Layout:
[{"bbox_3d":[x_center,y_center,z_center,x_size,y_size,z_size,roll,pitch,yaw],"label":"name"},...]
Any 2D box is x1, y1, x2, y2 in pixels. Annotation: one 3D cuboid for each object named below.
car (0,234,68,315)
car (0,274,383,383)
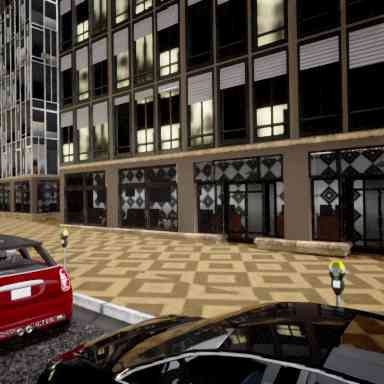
[{"bbox_3d":[-3.933,1.441,5.833,4.097,1.590,1.967,0,-1,37],"label":"car"},{"bbox_3d":[0.642,1.566,2.454,4.313,1.339,1.947,0,-1,36],"label":"car"}]
